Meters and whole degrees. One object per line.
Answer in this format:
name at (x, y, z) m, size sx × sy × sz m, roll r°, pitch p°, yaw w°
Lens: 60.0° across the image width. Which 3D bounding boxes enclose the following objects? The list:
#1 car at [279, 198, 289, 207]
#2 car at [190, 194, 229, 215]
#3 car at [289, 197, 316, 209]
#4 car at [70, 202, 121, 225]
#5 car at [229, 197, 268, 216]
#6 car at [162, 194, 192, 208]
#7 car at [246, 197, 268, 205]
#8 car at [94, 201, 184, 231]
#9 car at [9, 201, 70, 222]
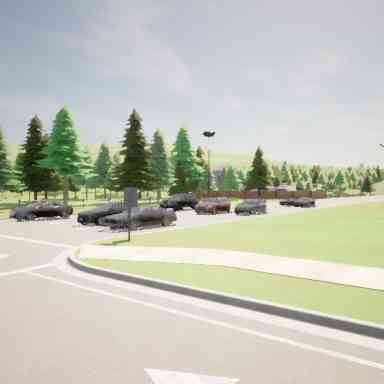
car at (15.182, 1.601, 51.577) m, size 1.895 × 1.301 × 4.718 m, roll 0°, pitch 0°, yaw 37°
car at (2.210, 1.353, 33.983) m, size 2.097 × 1.767 × 4.553 m, roll 0°, pitch 0°, yaw 36°
car at (15.802, 1.477, 46.552) m, size 1.882 × 1.535 × 5.008 m, roll 0°, pitch 0°, yaw 37°
car at (-5.632, 1.477, 23.289) m, size 1.882 × 1.535 × 5.008 m, roll 0°, pitch 0°, yaw 36°
car at (5.921, 1.505, 33.126) m, size 1.837 × 1.490 × 4.892 m, roll 0°, pitch 0°, yaw 36°
car at (-1.476, 1.219, 40.800) m, size 2.150 × 2.045 × 5.566 m, roll 0°, pitch 0°, yaw 36°
car at (11.338, 1.601, 58.122) m, size 1.895 × 1.301 × 4.718 m, roll 0°, pitch 0°, yaw 37°
car at (-3.100, 1.547, 20.805) m, size 2.033 × 1.411 × 5.357 m, roll 0°, pitch 0°, yaw 36°
car at (-11.890, 1.492, 26.593) m, size 2.128 × 1.511 × 4.902 m, roll 0°, pitch 0°, yaw 36°
